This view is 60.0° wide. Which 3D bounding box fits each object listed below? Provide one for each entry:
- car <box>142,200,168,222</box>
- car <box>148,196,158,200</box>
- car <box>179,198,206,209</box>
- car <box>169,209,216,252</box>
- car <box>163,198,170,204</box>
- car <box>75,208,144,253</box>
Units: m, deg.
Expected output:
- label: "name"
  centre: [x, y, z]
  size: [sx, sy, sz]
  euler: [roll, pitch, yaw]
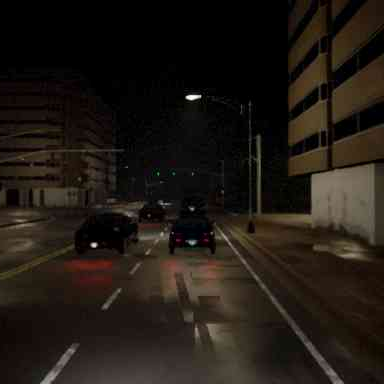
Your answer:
- label: "car"
  centre: [-3.468, 1.766, 29.472]
  size: [1.882, 1.535, 5.008]
  euler: [0, 0, 0]
- label: "car"
  centre: [-10.421, 2.084, 88.542]
  size: [2.150, 2.045, 5.566]
  euler: [0, -1, 0]
- label: "car"
  centre: [0.027, 1.500, 29.000]
  size: [2.150, 2.045, 5.566]
  euler: [0, 0, 0]
- label: "car"
  centre: [0.017, 1.667, 14.386]
  size: [1.812, 1.442, 4.674]
  euler: [0, 0, 0]
- label: "car"
  centre: [-6.921, 2.360, 88.566]
  size: [1.837, 1.490, 4.892]
  euler: [0, -1, 0]
- label: "car"
  centre: [-3.484, 1.648, 14.296]
  size: [1.837, 1.490, 4.892]
  euler: [0, 0, 0]
